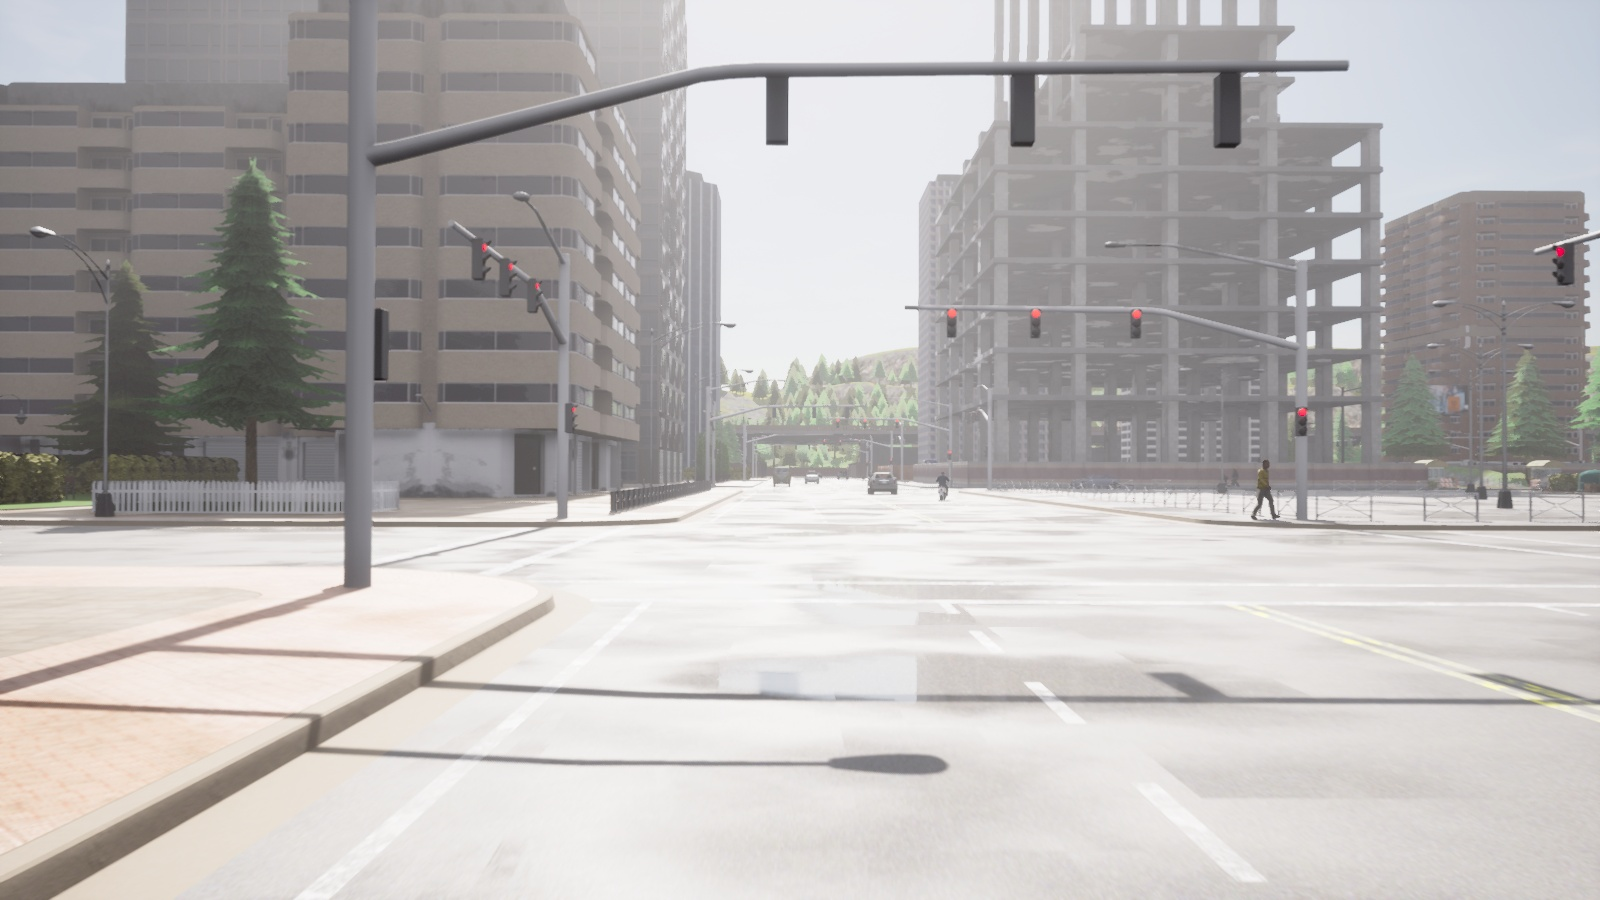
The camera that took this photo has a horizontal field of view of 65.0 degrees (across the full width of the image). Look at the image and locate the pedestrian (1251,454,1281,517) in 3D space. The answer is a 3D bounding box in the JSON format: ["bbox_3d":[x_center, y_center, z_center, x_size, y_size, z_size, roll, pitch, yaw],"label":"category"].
[{"bbox_3d":[13.763,1.037,37.108,0.431,1.840,0.709,0,-1,-33],"label":"pedestrian"}]

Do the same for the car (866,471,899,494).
[{"bbox_3d":[5.607,2.186,85.352,1.970,1.475,3.806,0,-1,0],"label":"car"}]
